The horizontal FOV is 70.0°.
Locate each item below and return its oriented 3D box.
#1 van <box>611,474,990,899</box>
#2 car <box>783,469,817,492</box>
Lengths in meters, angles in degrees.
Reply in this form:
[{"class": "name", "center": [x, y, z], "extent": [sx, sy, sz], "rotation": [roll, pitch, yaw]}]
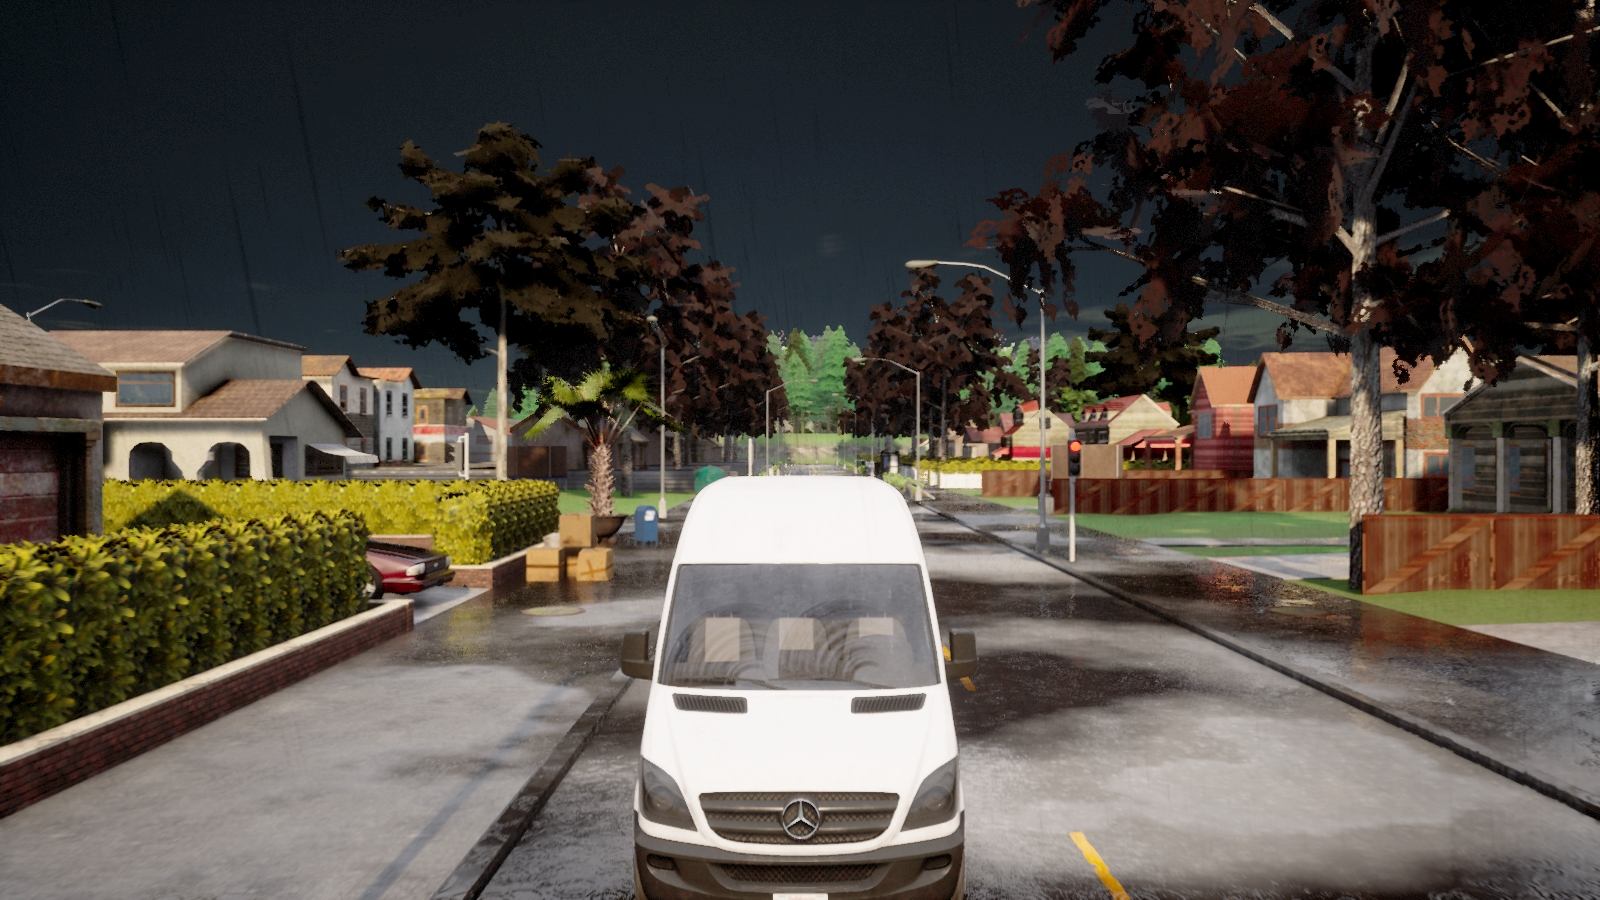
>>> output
[{"class": "van", "center": [0.002, 1.535, 8.957], "extent": [1.988, 2.561, 5.915], "rotation": [0, 0, 0]}, {"class": "car", "center": [-0.007, 2.064, 77.898], "extent": [2.231, 1.480, 4.892], "rotation": [0, 0, 0]}]
